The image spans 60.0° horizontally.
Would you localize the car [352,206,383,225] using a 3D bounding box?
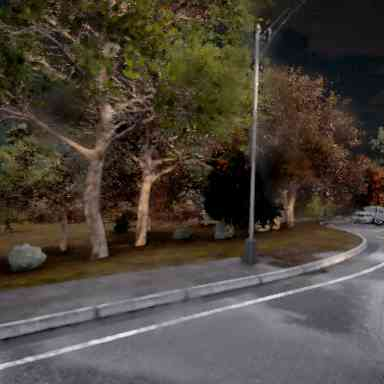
[{"bbox_3d":[20.633,2.676,38.380,5.566,2.045,2.150,3,-3,-40],"label":"car"}]
